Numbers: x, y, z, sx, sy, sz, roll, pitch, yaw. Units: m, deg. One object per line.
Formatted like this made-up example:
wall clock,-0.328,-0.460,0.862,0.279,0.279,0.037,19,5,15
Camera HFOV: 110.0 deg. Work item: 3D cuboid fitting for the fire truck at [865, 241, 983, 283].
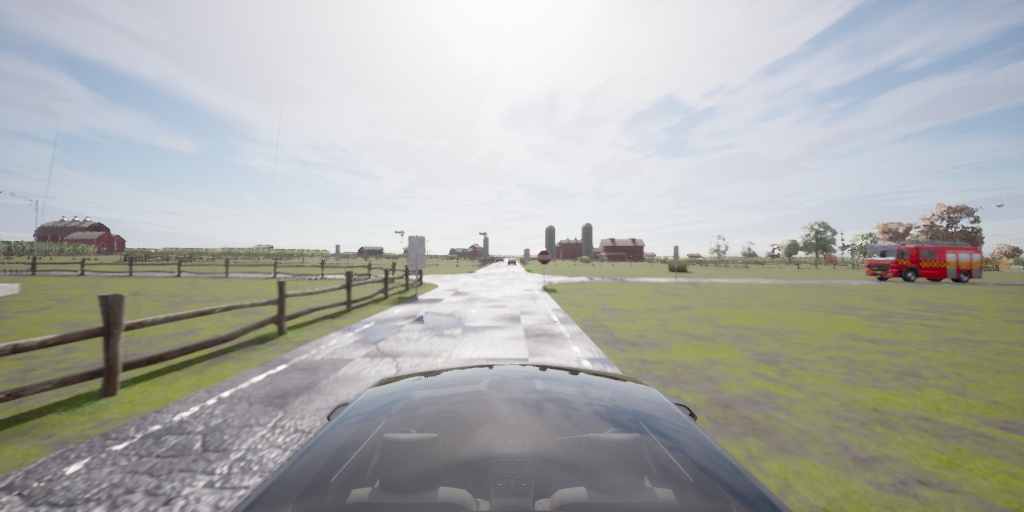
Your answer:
fire truck,39.452,0.582,34.545,8.468,3.827,2.891,1,-1,-1
